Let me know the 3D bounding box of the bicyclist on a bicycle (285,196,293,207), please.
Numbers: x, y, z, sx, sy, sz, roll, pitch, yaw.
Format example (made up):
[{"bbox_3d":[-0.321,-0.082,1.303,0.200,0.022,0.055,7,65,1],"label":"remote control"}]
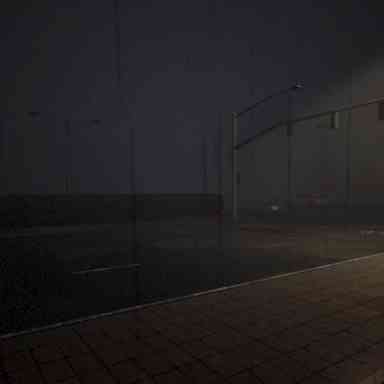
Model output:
[{"bbox_3d":[14.409,1.453,49.133,1.656,1.620,0.582,0,0,-22],"label":"bicyclist on a bicycle"}]

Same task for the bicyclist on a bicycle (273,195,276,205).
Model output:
[{"bbox_3d":[13.445,1.300,54.048,0.582,1.620,1.656,0,0,22],"label":"bicyclist on a bicycle"}]

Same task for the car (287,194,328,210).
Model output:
[{"bbox_3d":[15.157,1.223,43.961,2.150,2.045,5.566,0,0,-30],"label":"car"}]
